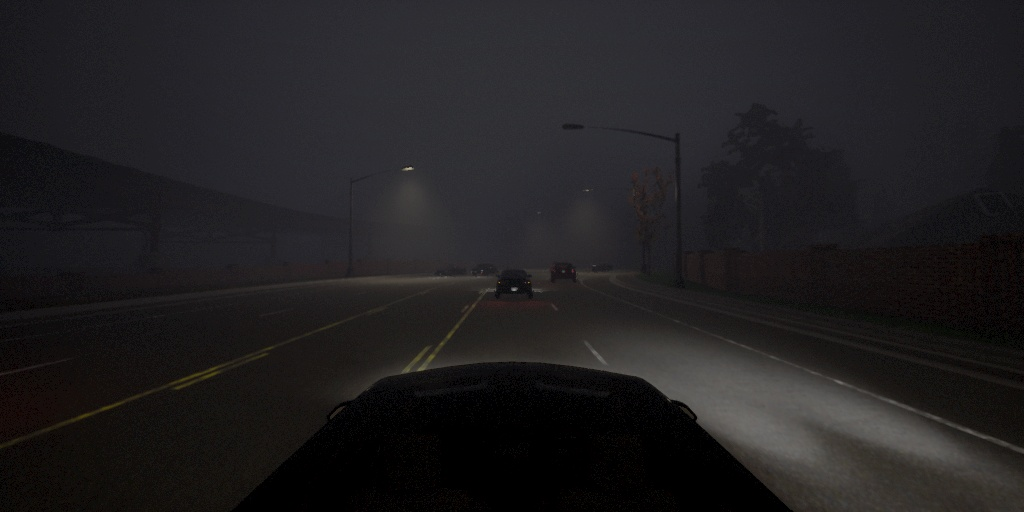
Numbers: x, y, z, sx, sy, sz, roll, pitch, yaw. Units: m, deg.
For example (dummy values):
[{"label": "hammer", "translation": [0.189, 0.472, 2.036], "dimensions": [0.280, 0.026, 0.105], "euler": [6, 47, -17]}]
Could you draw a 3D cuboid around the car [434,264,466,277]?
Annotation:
[{"label": "car", "translation": [-7.230, 1.715, 42.904], "dimensions": [2.033, 1.411, 5.357], "euler": [-1, -1, 18]}]

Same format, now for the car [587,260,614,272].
[{"label": "car", "translation": [13.216, 1.556, 51.814], "dimensions": [2.128, 1.511, 4.902], "euler": [-2, -1, 36]}]

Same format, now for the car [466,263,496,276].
[{"label": "car", "translation": [-3.311, 1.651, 43.176], "dimensions": [1.837, 1.490, 4.892], "euler": [-1, -1, 21]}]

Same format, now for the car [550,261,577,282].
[{"label": "car", "translation": [4.731, 1.353, 32.236], "dimensions": [2.097, 1.767, 4.553], "euler": [0, 0, 11]}]

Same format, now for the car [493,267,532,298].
[{"label": "car", "translation": [0.110, 1.445, 19.625], "dimensions": [1.812, 1.442, 4.674], "euler": [0, 0, 0]}]
